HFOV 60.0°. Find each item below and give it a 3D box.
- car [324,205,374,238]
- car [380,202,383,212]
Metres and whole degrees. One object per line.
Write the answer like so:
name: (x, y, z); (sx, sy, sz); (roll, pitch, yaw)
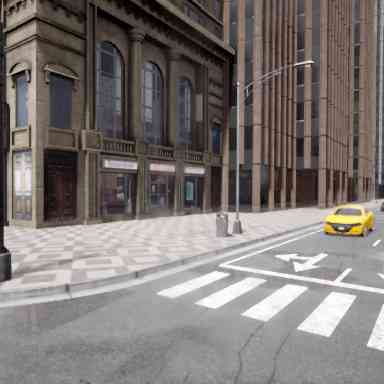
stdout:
car: (8.753, 1.501, 18.330); (1.882, 1.535, 5.008); (1, 1, 35)
car: (22.865, 1.539, 38.152); (2.128, 1.511, 4.902); (1, 0, 35)
